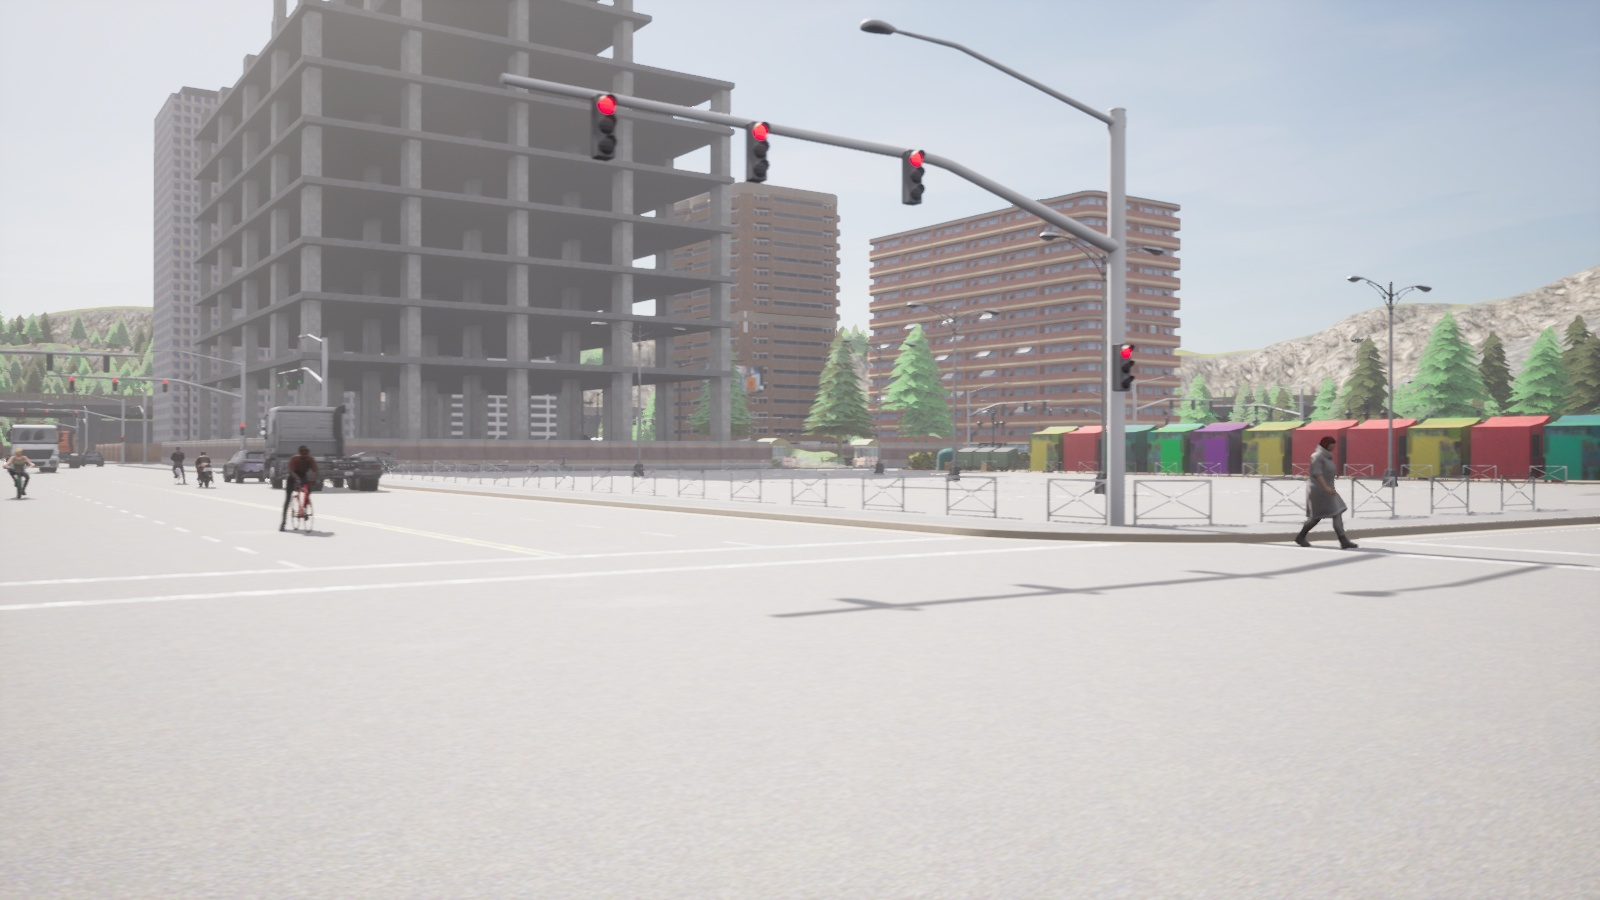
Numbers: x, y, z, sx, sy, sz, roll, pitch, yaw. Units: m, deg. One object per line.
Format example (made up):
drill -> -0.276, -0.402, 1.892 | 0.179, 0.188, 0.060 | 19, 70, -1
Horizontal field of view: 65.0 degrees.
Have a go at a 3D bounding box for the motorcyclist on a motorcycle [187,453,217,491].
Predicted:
motorcyclist on a motorcycle -> -24.772, 0.907, 51.994 | 0.797, 1.523, 2.044 | 0, 0, -35

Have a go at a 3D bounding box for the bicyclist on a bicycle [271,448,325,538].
bicyclist on a bicycle -> -9.359, 0.775, 23.393 | 0.582, 1.620, 1.656 | 0, 0, -35

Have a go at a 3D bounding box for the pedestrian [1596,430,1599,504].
pedestrian -> 21.265, 0.439, 32.754 | 0.788, 1.949, 0.423 | 0, 0, -12

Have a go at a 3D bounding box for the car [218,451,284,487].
car -> -26.704, 0.881, 60.984 | 2.033, 1.649, 4.856 | 0, 0, -35

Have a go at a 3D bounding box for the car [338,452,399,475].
car -> -30.035, 0.947, 87.410 | 3.705, 1.549, 1.789 | 0, 0, -35

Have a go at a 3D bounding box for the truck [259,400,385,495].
truck -> -19.132, -0.074, 49.967 | 2.891, 3.462, 7.936 | 0, 0, -35

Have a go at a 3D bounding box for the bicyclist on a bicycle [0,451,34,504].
bicyclist on a bicycle -> -24.406, 0.829, 39.113 | 0.866, 1.612, 1.509 | 0, 0, -34

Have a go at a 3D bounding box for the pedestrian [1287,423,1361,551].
pedestrian -> 8.274, 0.569, 19.835 | 0.659, 1.952, 0.873 | 0, 0, -41
